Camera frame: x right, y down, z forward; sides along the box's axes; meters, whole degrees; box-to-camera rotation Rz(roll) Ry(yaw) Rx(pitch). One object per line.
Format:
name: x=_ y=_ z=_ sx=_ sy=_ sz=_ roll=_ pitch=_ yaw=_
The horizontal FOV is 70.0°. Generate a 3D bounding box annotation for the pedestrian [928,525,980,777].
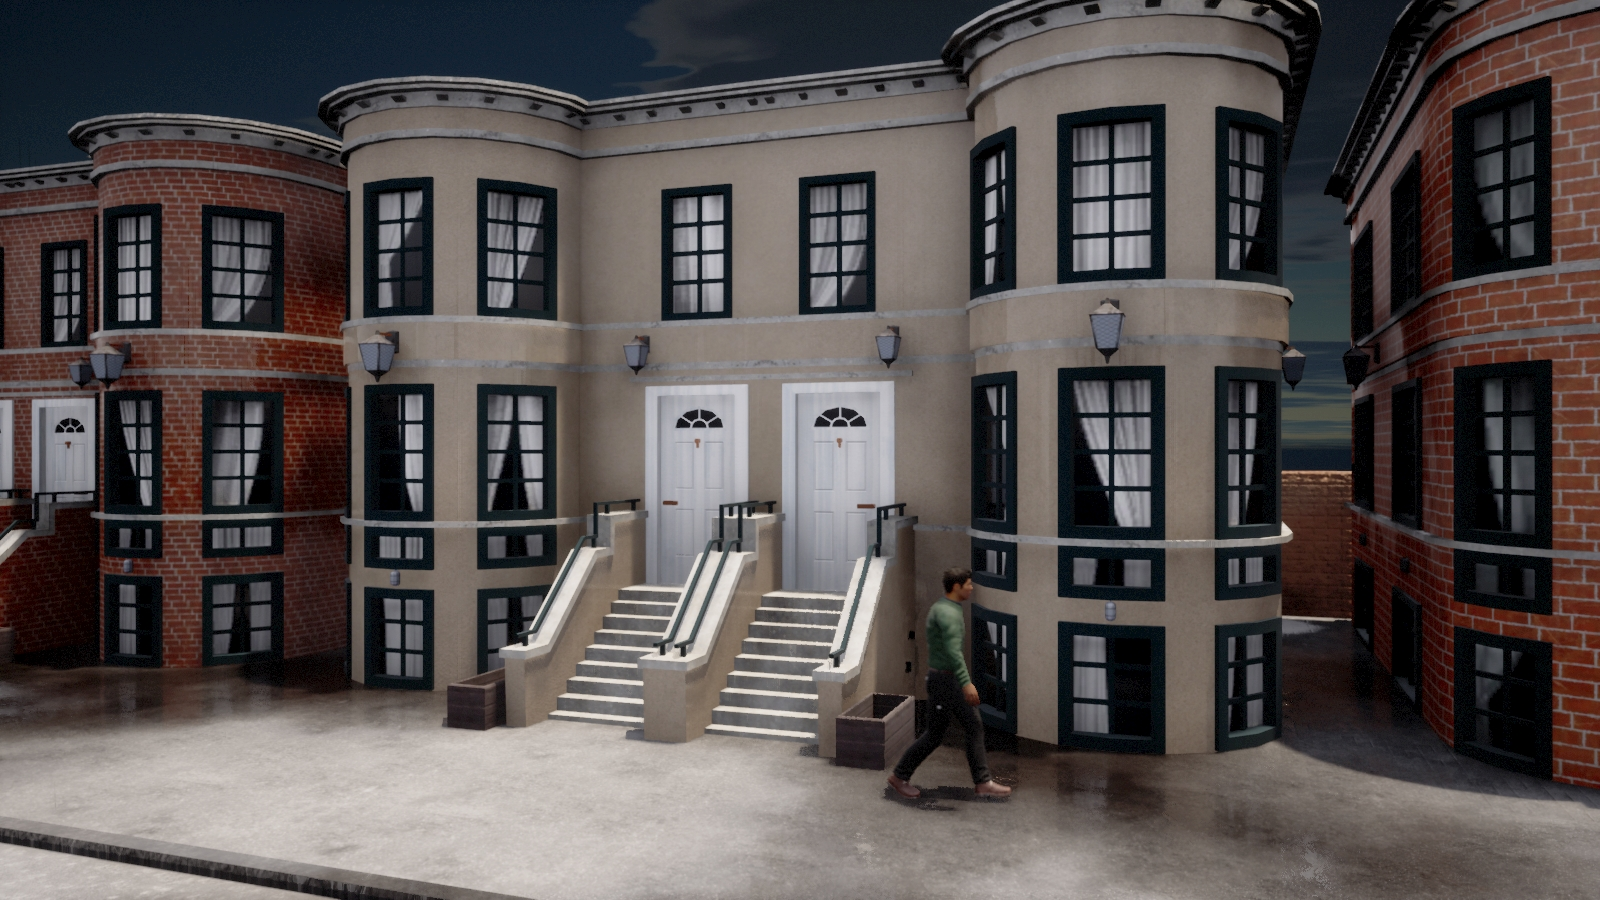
pedestrian: x=1.190 y=1.525 z=8.806 sx=0.375 sy=1.860 sz=0.375 roll=0 pitch=0 yaw=10
